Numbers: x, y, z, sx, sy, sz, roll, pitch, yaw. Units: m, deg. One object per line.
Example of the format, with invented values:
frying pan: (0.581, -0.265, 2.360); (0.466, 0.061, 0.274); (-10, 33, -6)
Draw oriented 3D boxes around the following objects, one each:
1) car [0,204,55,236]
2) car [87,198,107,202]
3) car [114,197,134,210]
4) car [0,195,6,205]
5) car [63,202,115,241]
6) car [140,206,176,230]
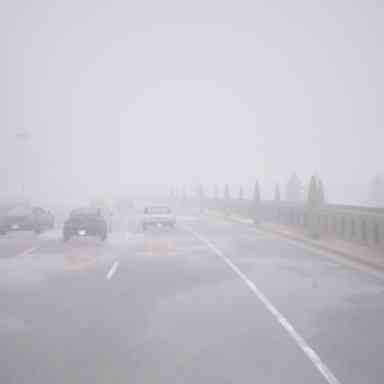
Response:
car: (-8.918, 1.486, 18.257); (1.812, 1.442, 4.674); (0, 0, -10)
car: (-9.847, 1.379, 34.600); (1.882, 1.535, 5.008); (0, 0, -19)
car: (-8.206, 1.383, 39.959); (1.837, 1.490, 4.892); (0, 1, -22)
car: (-29.953, 1.258, 51.062); (2.097, 1.767, 4.553); (0, 0, -33)
car: (-5.054, 1.459, 16.464); (1.837, 1.490, 4.892); (0, 0, -10)
car: (-2.270, 1.530, 20.800); (1.895, 1.301, 4.718); (0, 0, -12)
